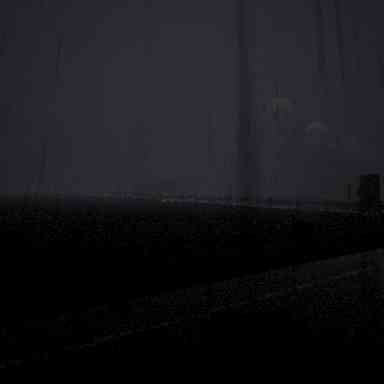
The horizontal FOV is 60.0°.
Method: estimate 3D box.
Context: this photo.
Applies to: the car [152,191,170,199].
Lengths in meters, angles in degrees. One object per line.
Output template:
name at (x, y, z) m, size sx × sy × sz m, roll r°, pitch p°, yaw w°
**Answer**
car at (-6.024, 0.632, 65.305) m, size 1.882 × 1.535 × 5.008 m, roll -1°, pitch 1°, yaw -36°
